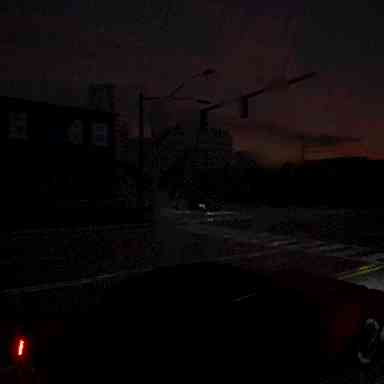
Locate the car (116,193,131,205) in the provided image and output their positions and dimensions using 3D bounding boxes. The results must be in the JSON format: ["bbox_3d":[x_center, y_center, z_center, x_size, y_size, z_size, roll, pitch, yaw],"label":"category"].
[{"bbox_3d":[-12.713,1.208,58.238,2.150,2.045,5.566,0,0,-35],"label":"car"}]

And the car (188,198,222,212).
[{"bbox_3d":[1.385,1.490,38.366,1.837,1.490,4.892,0,0,-35],"label":"car"}]

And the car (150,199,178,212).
[{"bbox_3d":[-3.516,1.513,39.202,1.812,1.442,4.674,0,0,-35],"label":"car"}]

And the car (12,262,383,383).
[{"bbox_3d":[0.521,1.599,4.162,4.718,1.301,1.895,0,0,-35],"label":"car"}]
